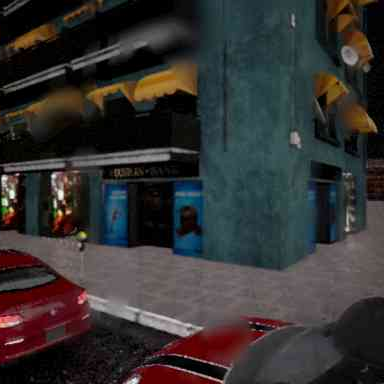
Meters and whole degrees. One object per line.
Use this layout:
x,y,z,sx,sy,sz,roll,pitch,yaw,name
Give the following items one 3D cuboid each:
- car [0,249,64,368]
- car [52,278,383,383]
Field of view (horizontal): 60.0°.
-3.348,1.580,5.264,4.206,1.307,1.802,0,0,36,car
1.262,1.441,1.974,4.097,1.590,1.967,0,0,36,car
